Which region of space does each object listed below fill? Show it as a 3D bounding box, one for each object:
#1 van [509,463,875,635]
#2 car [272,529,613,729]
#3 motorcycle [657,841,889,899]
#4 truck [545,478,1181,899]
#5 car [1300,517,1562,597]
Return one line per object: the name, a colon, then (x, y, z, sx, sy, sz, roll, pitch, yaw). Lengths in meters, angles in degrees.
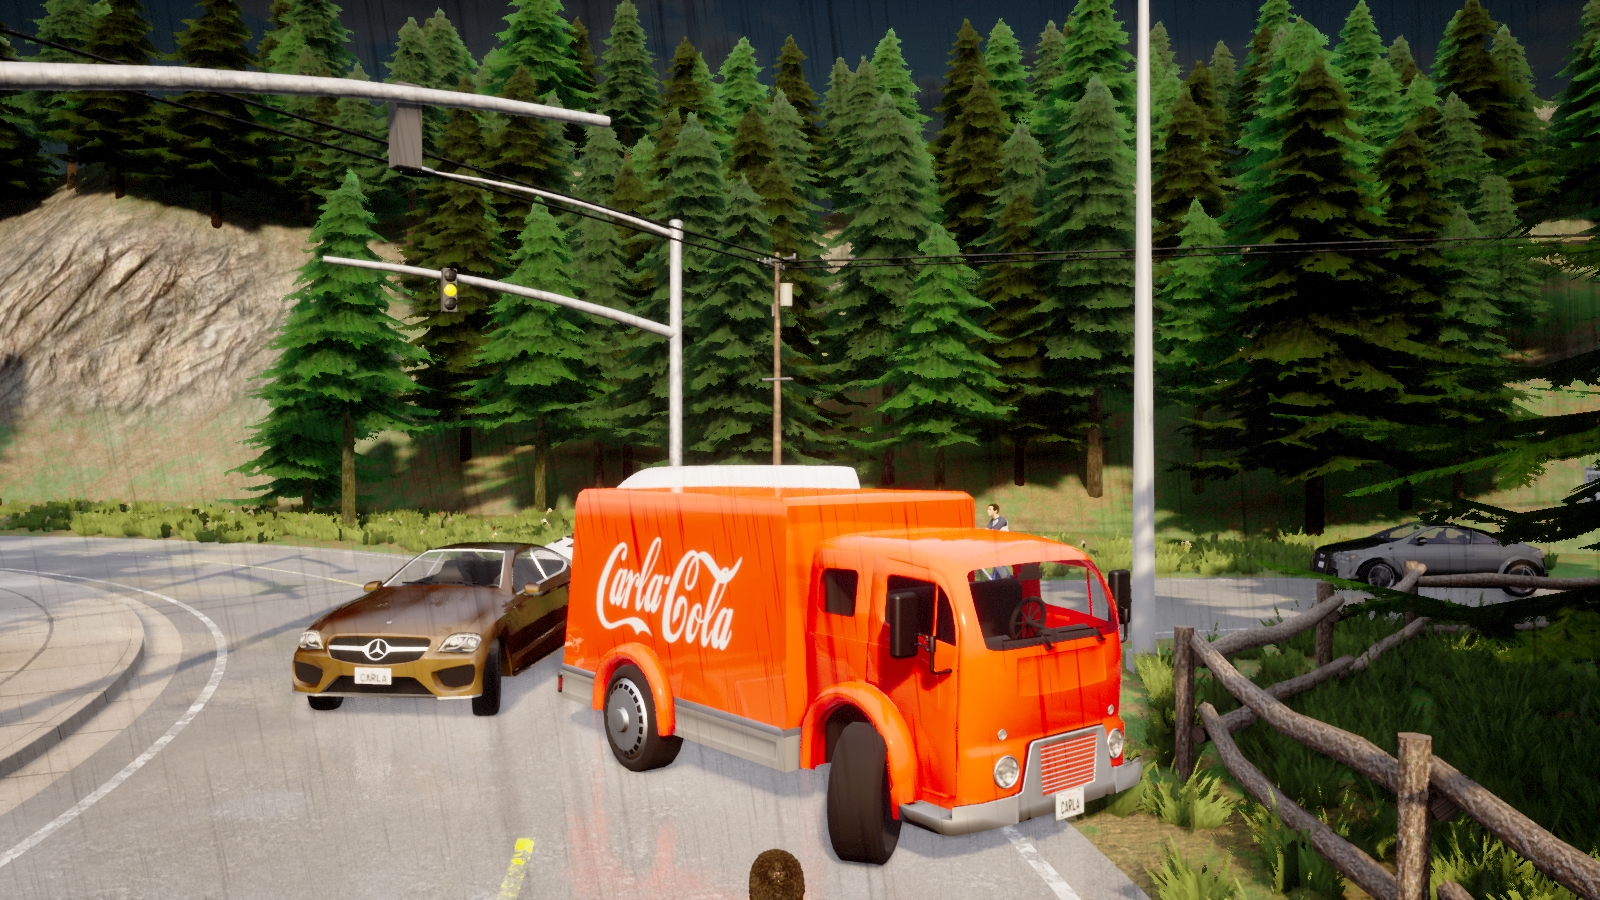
van: (-1.776, 1.528, 19.549, 5.915, 2.561, 1.988, 0, 0, -27)
car: (-4.038, 1.970, 14.038, 2.152, 1.651, 5.027, 0, 0, 6)
motorcycle: (-0.074, 2.159, 3.526, 0.803, 1.199, 2.033, 0, 0, -2)
truck: (0.202, 1.542, 9.769, 2.627, 2.467, 5.204, 0, 0, -39)
car: (12.589, 2.119, 23.051, 4.181, 1.385, 1.994, 0, 0, 6)
